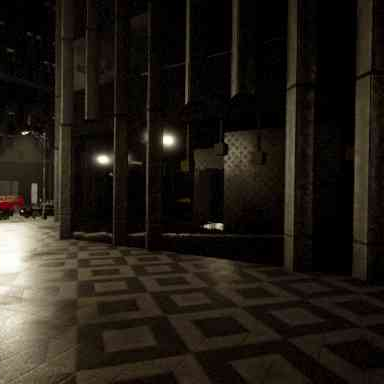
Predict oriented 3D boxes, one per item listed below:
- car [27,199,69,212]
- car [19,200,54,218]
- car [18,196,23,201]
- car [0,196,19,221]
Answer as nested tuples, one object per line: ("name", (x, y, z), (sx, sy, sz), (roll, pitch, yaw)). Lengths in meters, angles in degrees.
("car", (-17.569, 1.635, 40.771), (1.947, 1.339, 4.313), (1, 0, 35))
("car", (-13.870, 1.743, 31.235), (1.947, 1.339, 4.313), (1, 0, 35))
("car", (-20.823, 1.354, 36.162), (2.192, 1.841, 5.009), (1, 0, 35))
("car", (-17.124, 1.463, 26.625), (2.192, 1.841, 5.009), (1, 0, 35))
